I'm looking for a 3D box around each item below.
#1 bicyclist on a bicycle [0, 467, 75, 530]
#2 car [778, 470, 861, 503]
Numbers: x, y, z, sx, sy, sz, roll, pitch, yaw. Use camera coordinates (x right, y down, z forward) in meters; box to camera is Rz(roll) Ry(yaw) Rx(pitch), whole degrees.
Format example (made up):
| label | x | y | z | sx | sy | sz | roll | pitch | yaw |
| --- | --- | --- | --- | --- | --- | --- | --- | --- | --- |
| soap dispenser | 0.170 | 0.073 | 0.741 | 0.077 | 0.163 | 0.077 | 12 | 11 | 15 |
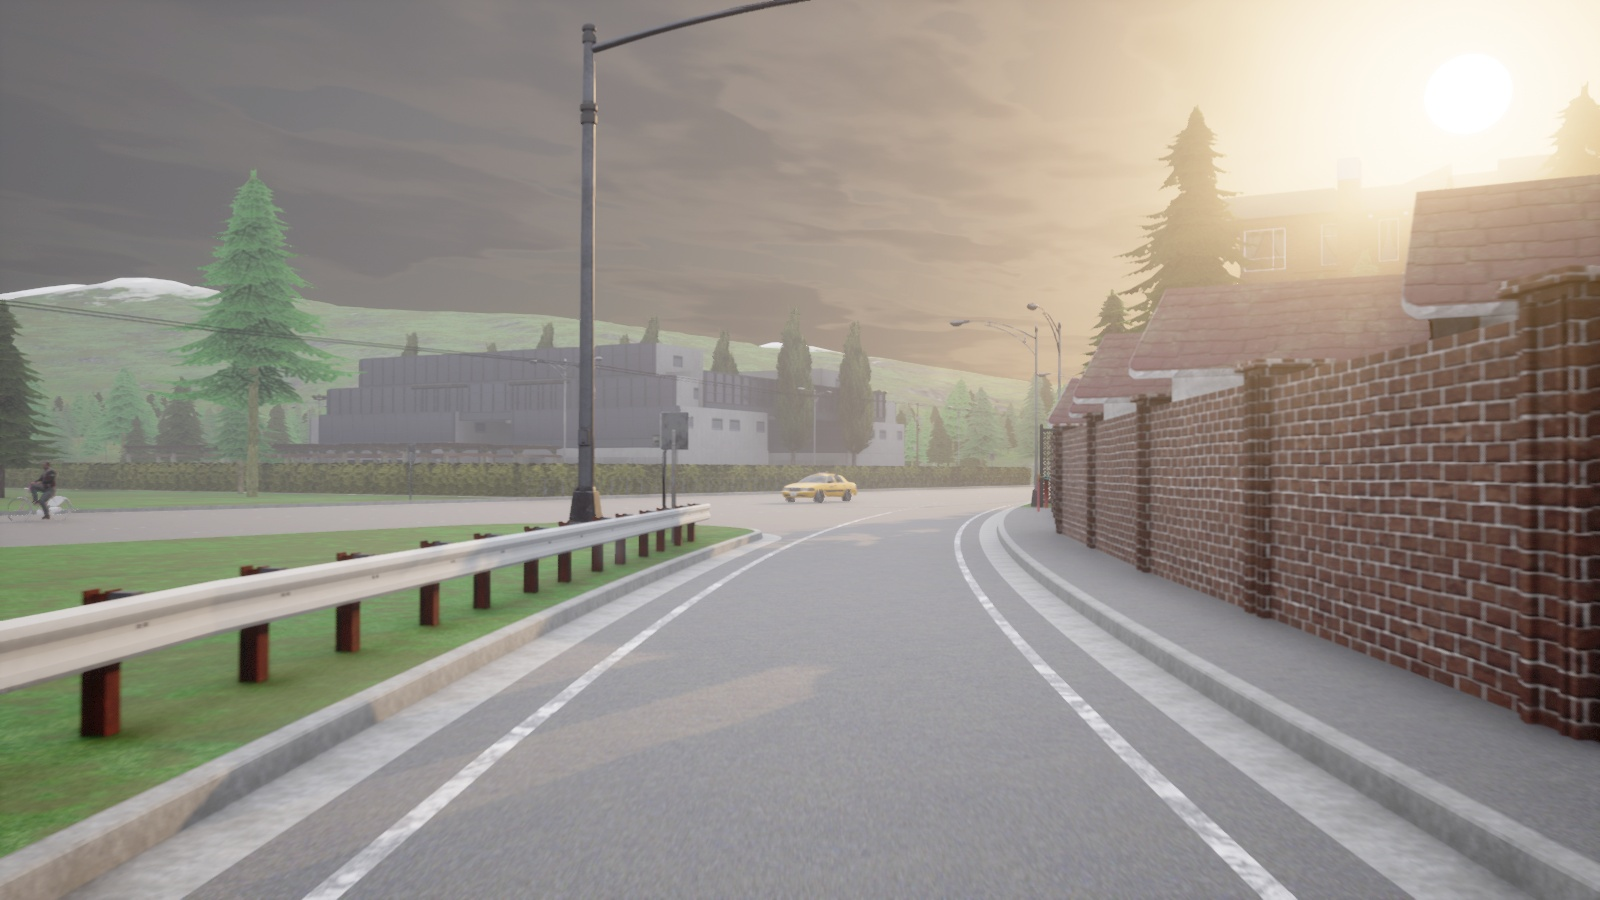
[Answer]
| label | x | y | z | sx | sy | sz | roll | pitch | yaw |
| --- | --- | --- | --- | --- | --- | --- | --- | --- | --- |
| bicyclist on a bicycle | -21.890 | 1.374 | 35.981 | 0.659 | 1.776 | 1.843 | -1 | -1 | 29 |
| car | 1.045 | 1.796 | 62.505 | 1.801 | 1.575 | 5.366 | -1 | -1 | 29 |
